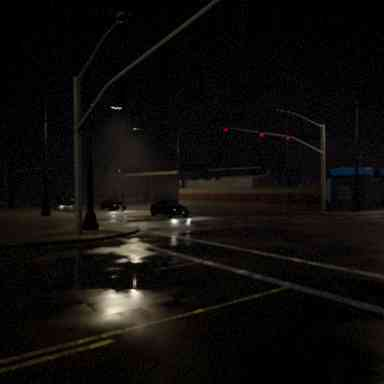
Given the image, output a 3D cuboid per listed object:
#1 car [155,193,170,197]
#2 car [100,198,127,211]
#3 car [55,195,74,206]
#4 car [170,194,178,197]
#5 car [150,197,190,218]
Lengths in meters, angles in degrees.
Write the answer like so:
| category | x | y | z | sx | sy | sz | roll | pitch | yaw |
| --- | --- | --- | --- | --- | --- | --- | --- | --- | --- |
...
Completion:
| category | x | y | z | sx | sy | sz | roll | pitch | yaw |
| --- | --- | --- | --- | --- | --- | --- | --- | --- | --- |
| car | -6.068 | 0.975 | 75.370 | 4.611 | 1.667 | 2.242 | -1 | 0 | -35 |
| car | -9.471 | 1.484 | 39.796 | 1.812 | 1.442 | 4.674 | -1 | 0 | -37 |
| car | -21.622 | 1.336 | 56.341 | 2.097 | 1.767 | 4.553 | -1 | 1 | -36 |
| car | -2.110 | 1.119 | 71.137 | 3.806 | 1.475 | 1.970 | -1 | 0 | -35 |
| car | -2.115 | 1.468 | 29.830 | 1.812 | 1.442 | 4.674 | -1 | 0 | -36 |
